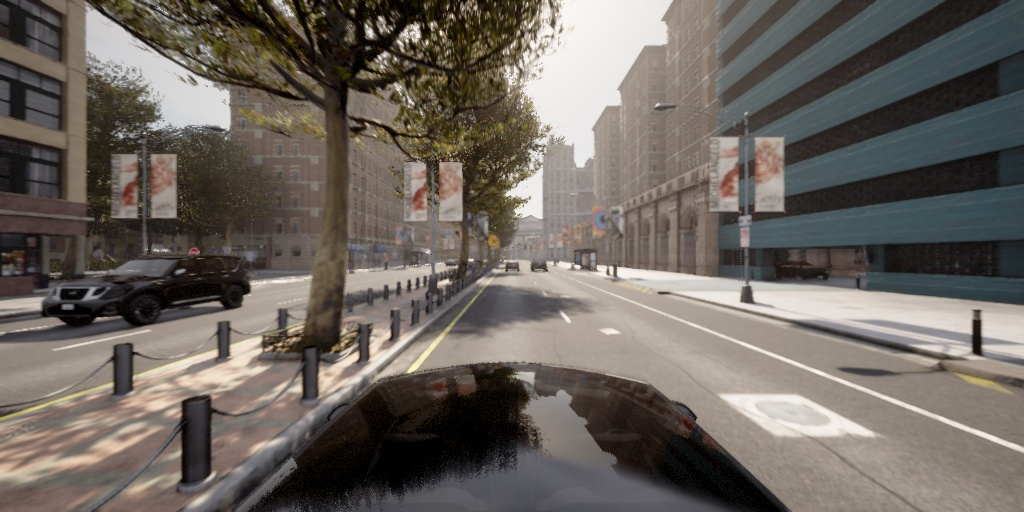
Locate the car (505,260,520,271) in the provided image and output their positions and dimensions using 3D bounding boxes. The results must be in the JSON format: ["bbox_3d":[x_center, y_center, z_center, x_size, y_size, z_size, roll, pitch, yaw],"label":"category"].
[{"bbox_3d":[0.073,1.244,48.956,2.128,1.511,4.902,0,0,0],"label":"car"}]

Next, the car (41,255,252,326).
[{"bbox_3d":[-11.566,0.979,12.121,2.150,2.045,5.566,0,0,1],"label":"car"}]

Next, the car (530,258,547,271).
[{"bbox_3d":[3.574,1.103,48.486,2.097,1.767,4.553,0,0,0],"label":"car"}]
